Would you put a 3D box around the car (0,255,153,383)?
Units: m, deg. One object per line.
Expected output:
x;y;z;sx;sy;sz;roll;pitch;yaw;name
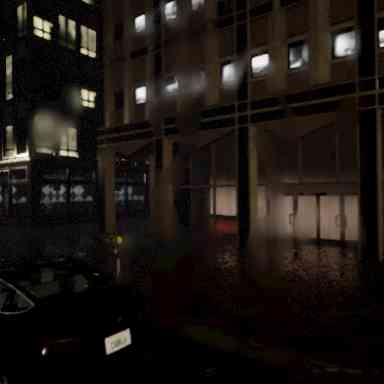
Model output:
-2.452;1.576;4.635;4.313;1.339;1.947;0;-1;36;car

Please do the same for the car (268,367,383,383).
2.166;1.580;1.339;4.206;1.307;1.802;0;-1;36;car
